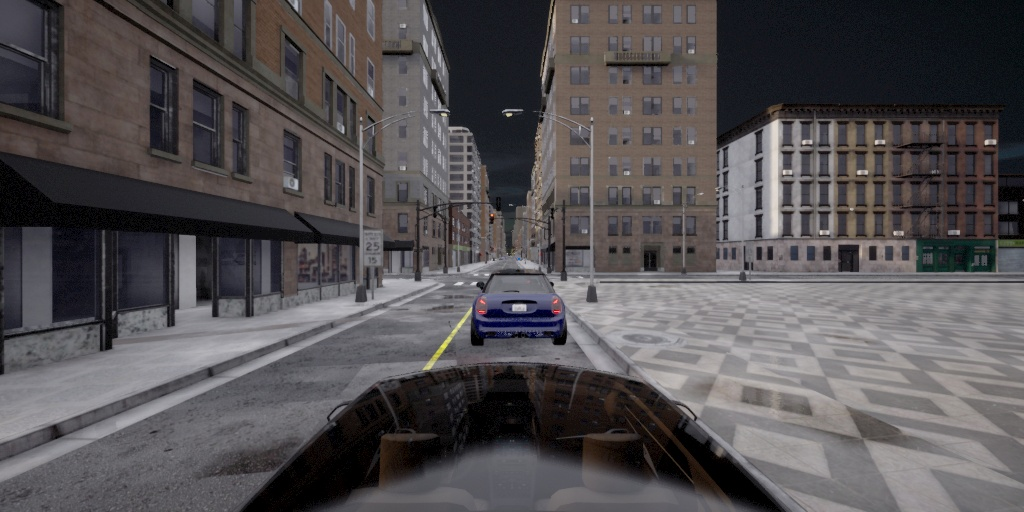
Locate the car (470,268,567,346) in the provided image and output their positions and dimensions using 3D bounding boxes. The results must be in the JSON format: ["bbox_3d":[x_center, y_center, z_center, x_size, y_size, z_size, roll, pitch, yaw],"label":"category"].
[{"bbox_3d":[0.099,1.102,9.604,2.097,1.767,4.553,0,0,-1],"label":"car"}]
